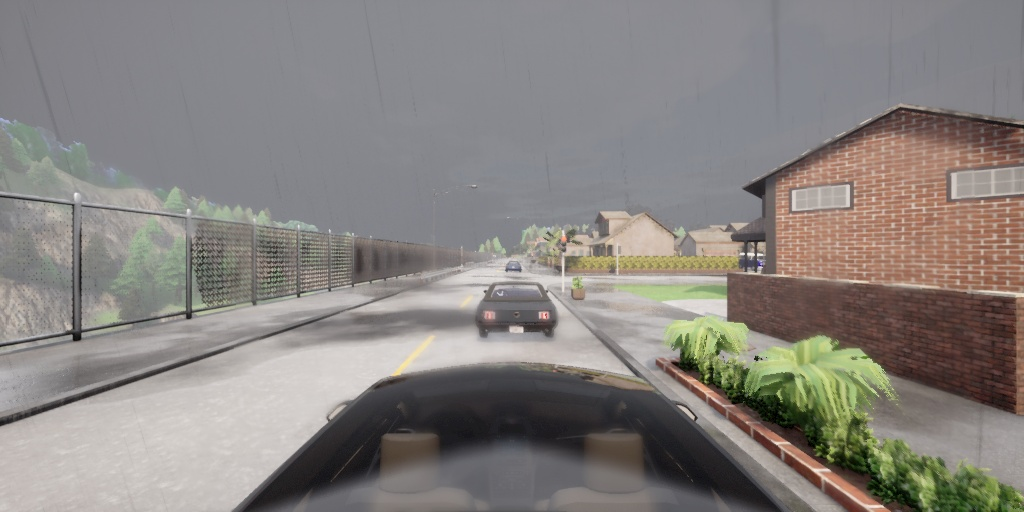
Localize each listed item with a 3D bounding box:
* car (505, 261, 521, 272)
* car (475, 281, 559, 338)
[{"bbox_3d":[0.184,1.314,45.282,1.994,1.385,4.181,0,0,0],"label":"car"},{"bbox_3d":[0.115,1.351,10.184,1.895,1.301,4.718,0,0,0],"label":"car"}]
